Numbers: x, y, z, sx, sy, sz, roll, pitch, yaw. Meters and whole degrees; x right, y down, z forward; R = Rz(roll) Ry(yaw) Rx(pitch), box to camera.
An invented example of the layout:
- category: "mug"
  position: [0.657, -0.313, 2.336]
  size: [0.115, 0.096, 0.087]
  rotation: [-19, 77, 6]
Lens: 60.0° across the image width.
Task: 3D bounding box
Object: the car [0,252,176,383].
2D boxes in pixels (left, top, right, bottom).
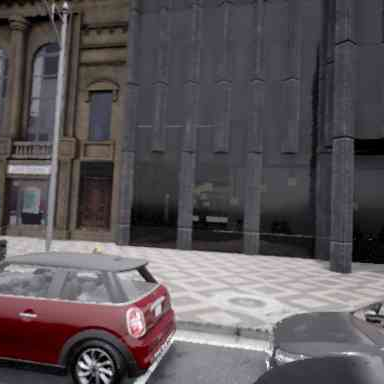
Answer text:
- category: "car"
  position: [-2.392, 1.656, 5.161]
  size: [4.097, 1.590, 1.967]
  rotation: [2, -3, 12]

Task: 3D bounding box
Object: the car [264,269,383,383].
- category: "car"
  position: [3.160, 1.956, 4.005]
  size: [4.403, 1.369, 2.008]
  rotation: [2, -3, 12]

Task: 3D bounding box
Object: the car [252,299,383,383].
- category: "car"
  position: [2.753, 1.783, 2.130]
  size: [4.892, 1.490, 1.837]
  rotation: [2, -4, 12]
